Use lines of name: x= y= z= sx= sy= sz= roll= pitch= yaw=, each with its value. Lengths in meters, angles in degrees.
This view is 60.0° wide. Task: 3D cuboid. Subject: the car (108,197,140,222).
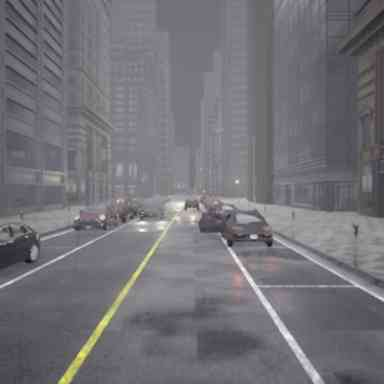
car: x=-5.802 y=1.316 z=26.150 sx=2.192 sy=1.841 sz=5.009 roll=0 pitch=0 yaw=0

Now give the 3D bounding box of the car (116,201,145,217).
car: x=-5.808 y=1.568 z=31.787 sx=1.947 sy=1.339 sz=4.313 roll=0 pitch=0 yaw=0

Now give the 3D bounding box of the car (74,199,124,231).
car: x=-5.794 y=1.441 z=20.513 sx=1.967 sy=1.590 sz=4.097 roll=0 pitch=0 yaw=0

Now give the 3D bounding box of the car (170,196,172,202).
car: x=-5.862 y=1.591 z=71.243 sx=1.947 sy=1.339 sz=4.313 roll=0 pitch=0 yaw=0

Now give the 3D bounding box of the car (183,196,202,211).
car: x=0.010 y=1.505 z=41.340 sx=1.837 sy=1.490 sz=4.892 roll=0 pitch=-1 yaw=0

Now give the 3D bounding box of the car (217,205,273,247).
car: x=2.332 y=1.525 z=14.865 sx=1.812 sy=1.442 sz=4.674 roll=0 pitch=0 yaw=0

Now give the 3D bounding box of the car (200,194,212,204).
car: x=2.669 y=1.334 z=65.621 sx=2.192 sy=1.841 sz=5.009 roll=0 pitch=0 yaw=0

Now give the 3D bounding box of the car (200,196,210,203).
car: x=2.663 y=1.590 z=71.257 sx=1.947 sy=1.339 sz=4.313 roll=0 pitch=0 yaw=0

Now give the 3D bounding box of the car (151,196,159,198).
car: x=-5.824 y=1.555 z=43.059 sx=2.008 sy=1.369 sz=4.403 roll=0 pitch=0 yaw=0

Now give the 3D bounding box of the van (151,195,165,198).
van: x=-5.840 y=1.351 z=54.333 sx=1.690 sy=1.788 sz=3.998 roll=0 pitch=0 yaw=0

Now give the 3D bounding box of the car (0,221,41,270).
car: x=-5.778 y=1.550 z=9.239 sx=2.008 sy=1.369 sz=4.403 roll=0 pitch=0 yaw=0

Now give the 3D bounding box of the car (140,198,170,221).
car: x=-3.136 y=1.506 z=27.695 sx=1.837 sy=1.490 sz=4.892 roll=0 pitch=0 yaw=0

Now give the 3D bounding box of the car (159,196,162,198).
car: x=-5.831 y=1.589 z=48.697 sx=1.802 sy=1.307 sz=4.206 roll=0 pitch=0 yaw=0

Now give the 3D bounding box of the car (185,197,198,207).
car: x=-0.069 y=1.513 z=50.952 sx=1.837 sy=1.490 sz=4.892 roll=0 pitch=0 yaw=0

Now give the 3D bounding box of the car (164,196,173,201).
car: x=-5.877 y=1.589 z=82.516 sx=2.008 sy=1.369 sz=4.403 roll=0 pitch=0 yaw=0

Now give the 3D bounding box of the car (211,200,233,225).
car: x=2.724 y=1.582 z=26.167 sx=1.802 sy=1.307 sz=4.206 roll=0 pitch=0 yaw=0

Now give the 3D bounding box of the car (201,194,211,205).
car: x=2.693 y=1.446 z=48.713 sx=1.967 sy=1.590 sz=4.097 roll=0 pitch=0 yaw=0

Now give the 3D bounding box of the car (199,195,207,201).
car: x=2.647 y=1.478 z=82.529 sx=1.967 sy=1.590 sz=4.097 roll=0 pitch=0 yaw=0

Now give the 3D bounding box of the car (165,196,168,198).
car: x=-5.847 y=1.540 z=59.799 sx=1.752 sy=1.417 sz=4.829 roll=0 pitch=0 yaw=0

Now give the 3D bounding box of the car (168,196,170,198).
car: x=-5.854 y=1.601 z=65.606 sx=1.802 sy=1.307 sz=4.206 roll=0 pitch=0 yaw=0

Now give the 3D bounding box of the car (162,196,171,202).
car: x=-5.870 y=1.598 z=76.879 sx=1.947 sy=1.339 sz=4.313 roll=0 pitch=0 yaw=0

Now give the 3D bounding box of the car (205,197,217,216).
car: x=2.709 y=1.584 z=37.440 sx=1.802 sy=1.307 sz=4.206 roll=0 pitch=0 yaw=0

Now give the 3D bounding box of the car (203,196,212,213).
car: x=2.701 y=1.586 z=43.077 sx=1.802 sy=1.307 sz=4.206 roll=0 pitch=0 yaw=0
